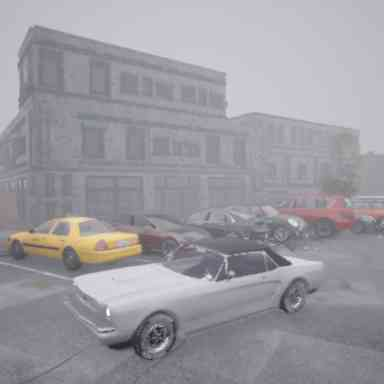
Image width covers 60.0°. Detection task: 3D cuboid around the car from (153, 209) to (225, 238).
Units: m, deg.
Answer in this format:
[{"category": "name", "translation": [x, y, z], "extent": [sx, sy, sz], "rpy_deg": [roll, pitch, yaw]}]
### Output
[{"category": "car", "translation": [-1.486, 1.507, 12.490], "extent": [4.792, 1.488, 2.163], "rpy_deg": [-1, -1, 35]}]

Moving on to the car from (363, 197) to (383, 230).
[{"category": "car", "translation": [10.454, 1.349, 21.009], "extent": [4.553, 1.767, 2.185], "rpy_deg": [-1, -1, 35]}]

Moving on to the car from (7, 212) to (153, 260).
[{"category": "car", "translation": [-4.053, 1.480, 10.914], "extent": [5.366, 1.575, 1.946], "rpy_deg": [-1, 0, 35]}]

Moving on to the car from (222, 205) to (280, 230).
[{"category": "car", "translation": [0.882, 1.476, 14.209], "extent": [4.892, 1.521, 2.231], "rpy_deg": [-1, 0, 35]}]

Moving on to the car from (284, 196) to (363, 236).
[{"category": "car", "translation": [5.627, 1.222, 17.638], "extent": [5.566, 2.045, 2.435], "rpy_deg": [-1, -1, 35]}]

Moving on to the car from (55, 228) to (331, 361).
[{"category": "car", "translation": [0.275, 1.595, 6.030], "extent": [4.718, 1.301, 1.895], "rpy_deg": [0, 0, -35]}]

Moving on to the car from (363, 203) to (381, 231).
[{"category": "car", "translation": [8.044, 1.514, 19.328], "extent": [4.674, 1.452, 2.002], "rpy_deg": [-1, -1, 35]}]

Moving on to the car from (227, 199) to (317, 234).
[{"category": "car", "translation": [3.244, 1.347, 15.946], "extent": [4.553, 1.767, 2.185], "rpy_deg": [-1, -1, 34]}]
